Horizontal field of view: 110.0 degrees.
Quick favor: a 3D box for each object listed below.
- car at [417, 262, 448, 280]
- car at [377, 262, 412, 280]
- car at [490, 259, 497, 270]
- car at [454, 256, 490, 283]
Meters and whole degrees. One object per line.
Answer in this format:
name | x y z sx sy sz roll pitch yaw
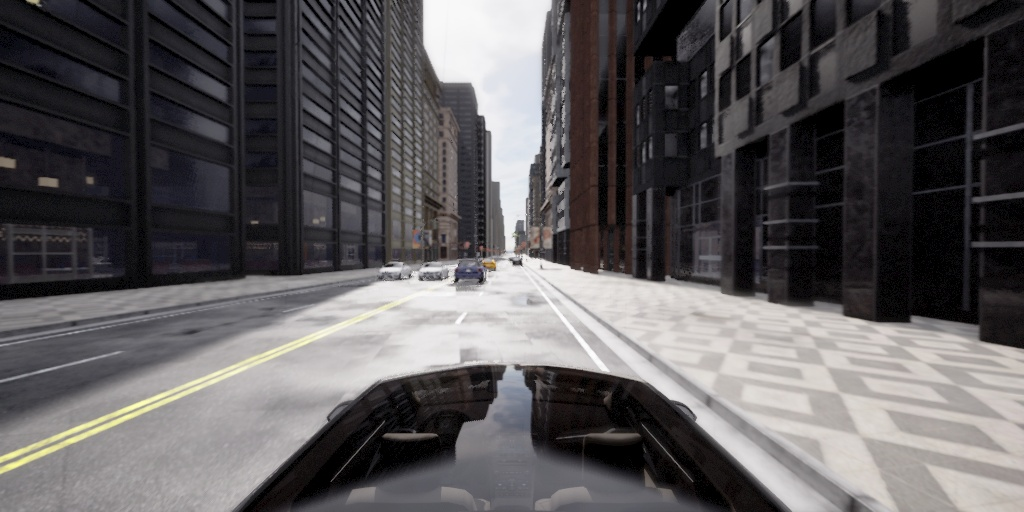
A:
car | -6.586 1.242 30.367 1.812 1.442 4.674 0 0 0
car | -9.836 1.242 30.358 1.812 1.442 4.674 0 0 0
car | -3.139 1.156 49.399 1.882 1.535 5.008 0 0 0
car | -3.144 1.073 27.975 2.097 1.767 4.553 0 0 0
